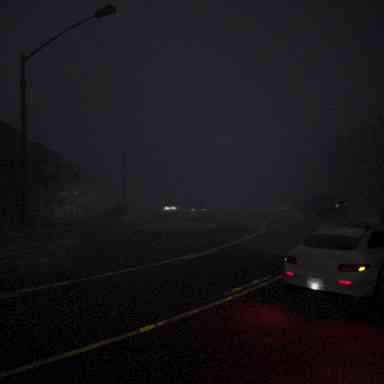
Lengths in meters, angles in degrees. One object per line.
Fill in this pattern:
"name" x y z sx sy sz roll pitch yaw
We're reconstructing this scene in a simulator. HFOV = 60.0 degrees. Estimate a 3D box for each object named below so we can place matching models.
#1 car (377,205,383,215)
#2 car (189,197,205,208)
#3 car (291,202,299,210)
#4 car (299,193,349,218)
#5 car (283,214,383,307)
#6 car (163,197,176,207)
"car" 13.615 1.232 21.411 2.097 1.767 4.553 -1 0 13
"car" 0.698 1.524 49.527 1.882 1.535 5.008 -1 0 -9
"car" 13.263 1.502 38.630 1.895 1.301 4.718 -1 0 -8
"car" 10.947 1.136 27.519 2.150 2.045 5.566 0 0 2
"car" 3.776 1.497 7.984 1.812 1.442 4.674 0 0 40
"car" -3.780 1.595 55.067 2.128 1.511 4.902 -1 0 -10
